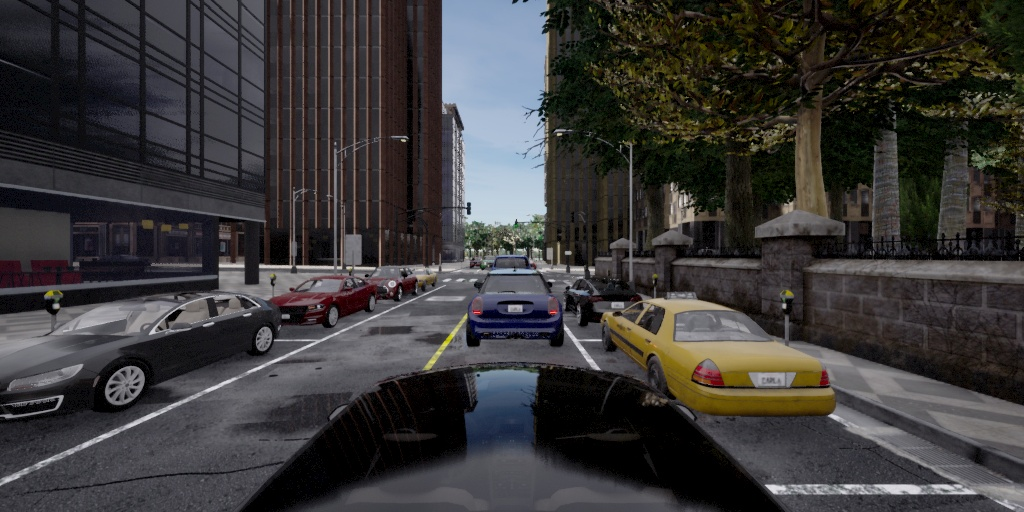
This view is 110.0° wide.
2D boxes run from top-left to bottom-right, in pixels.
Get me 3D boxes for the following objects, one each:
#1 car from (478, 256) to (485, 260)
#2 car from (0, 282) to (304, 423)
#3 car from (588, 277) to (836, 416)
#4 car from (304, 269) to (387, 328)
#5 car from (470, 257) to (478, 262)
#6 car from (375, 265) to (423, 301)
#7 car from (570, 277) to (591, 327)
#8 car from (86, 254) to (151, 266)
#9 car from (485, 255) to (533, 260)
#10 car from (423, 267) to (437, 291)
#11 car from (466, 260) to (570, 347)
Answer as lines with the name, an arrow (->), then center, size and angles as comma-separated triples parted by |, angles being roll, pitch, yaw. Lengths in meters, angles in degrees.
car -> -3.178, 0.981, 51.183 | 2.150, 2.045, 5.566 | 0, 0, 0
car -> -5.769, 1.300, 5.931 | 2.007, 1.370, 4.403 | 0, 0, 0
car -> 2.755, 1.275, 6.116 | 1.751, 1.417, 4.829 | 0, 0, 0
car -> -5.778, 1.295, 11.388 | 1.888, 1.381, 4.507 | 0, 0, 0
car -> -5.851, 1.078, 59.709 | 2.192, 1.841, 5.009 | 0, 0, 0
car -> -5.786, 1.190, 16.845 | 1.967, 1.591, 4.097 | 0, 0, 0
car -> 2.747, 1.316, 11.403 | 1.948, 1.339, 4.313 | 0, 0, 0
car -> -40.465, 0.544, 36.867 | 5.357, 1.411, 2.033 | 1, 0, 0
car -> -0.021, 0.972, 18.941 | 2.150, 2.045, 5.566 | 0, 0, 0
car -> -5.794, 1.277, 22.131 | 1.751, 1.417, 4.829 | 0, 0, 0
car -> 0.041, 1.102, 9.506 | 2.097, 1.767, 4.553 | 0, 0, -1
